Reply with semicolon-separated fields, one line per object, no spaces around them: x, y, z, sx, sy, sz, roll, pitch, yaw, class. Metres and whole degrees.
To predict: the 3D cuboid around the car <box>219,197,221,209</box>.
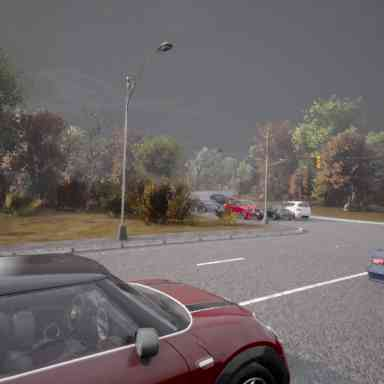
5.923;1.992;44.395;2.097;1.767;4.553;3;0;-19;car

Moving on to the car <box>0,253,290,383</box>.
-1.234;1.354;2.866;4.553;1.767;2.097;0;0;-36;car

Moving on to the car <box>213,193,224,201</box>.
6.307;1.130;79.553;2.128;1.511;4.902;2;2;-1;car

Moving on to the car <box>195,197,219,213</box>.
2.026;1.960;44.901;1.837;1.490;4.892;3;0;-18;car

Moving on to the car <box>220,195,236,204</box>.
7.377;1.536;69.338;2.128;1.511;4.902;2;2;-7;car

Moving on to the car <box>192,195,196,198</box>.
-0.853;1.371;54.951;2.150;2.045;5.566;2;2;-13;car

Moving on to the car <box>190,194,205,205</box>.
0.988;1.315;63.614;2.097;1.767;4.553;2;2;-10;car

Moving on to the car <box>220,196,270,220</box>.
5.516;1.808;35.639;2.150;2.045;5.566;3;-1;-22;car

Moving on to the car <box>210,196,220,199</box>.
3.083;1.938;53.753;1.994;1.385;4.181;2;1;-15;car

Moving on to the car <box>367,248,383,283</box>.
6.556;1.663;8.452;5.357;1.411;2.033;2;-1;-36;car

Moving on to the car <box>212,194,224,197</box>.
4.726;1.367;63.398;2.150;2.045;5.566;2;2;-10;car

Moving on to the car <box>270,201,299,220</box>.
9.017;2.095;36.422;2.097;1.767;4.553;3;-1;-23;car

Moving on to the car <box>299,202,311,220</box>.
11.627;2.110;39.543;2.150;2.045;5.566;3;0;-23;car
